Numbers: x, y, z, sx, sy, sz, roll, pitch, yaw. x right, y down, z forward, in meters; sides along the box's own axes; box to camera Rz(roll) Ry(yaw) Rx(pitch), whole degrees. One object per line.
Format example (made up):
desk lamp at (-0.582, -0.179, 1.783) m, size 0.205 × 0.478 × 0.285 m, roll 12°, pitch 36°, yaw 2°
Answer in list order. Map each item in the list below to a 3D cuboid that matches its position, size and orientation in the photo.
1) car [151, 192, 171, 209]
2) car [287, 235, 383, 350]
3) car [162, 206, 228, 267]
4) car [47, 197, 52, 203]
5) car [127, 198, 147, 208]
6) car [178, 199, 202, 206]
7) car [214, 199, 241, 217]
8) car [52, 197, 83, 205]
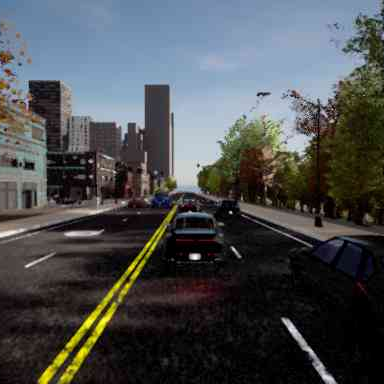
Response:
car at (-3.830, 1.019, 42.158) m, size 2.150 × 2.045 × 5.566 m, roll 0°, pitch 0°, yaw -1°
car at (3.343, 1.517, 6.112) m, size 2.033 × 1.411 × 5.357 m, roll 0°, pitch 0°, yaw 0°
car at (0.058, 1.449, 11.212) m, size 1.837 × 1.490 × 4.892 m, roll 0°, pitch 0°, yaw -1°
car at (-29.193, 1.506, 64.508) m, size 4.403 × 1.369 × 2.008 m, roll -1°, pitch 2°, yaw -1°
car at (-7.088, 1.393, 43.034) m, size 1.895 × 1.301 × 4.718 m, roll 0°, pitch 0°, yaw 0°
car at (-0.198, 1.351, 28.792) m, size 2.128 × 1.511 × 4.902 m, roll 0°, pitch 0°, yaw -1°
car at (3.050, 1.363, 28.905) m, size 1.837 × 1.490 × 4.892 m, roll 0°, pitch 0°, yaw -1°
car at (-20.717, 1.548, 56.138) m, size 4.313 × 1.339 × 1.947 m, roll -1°, pitch 1°, yaw -1°
